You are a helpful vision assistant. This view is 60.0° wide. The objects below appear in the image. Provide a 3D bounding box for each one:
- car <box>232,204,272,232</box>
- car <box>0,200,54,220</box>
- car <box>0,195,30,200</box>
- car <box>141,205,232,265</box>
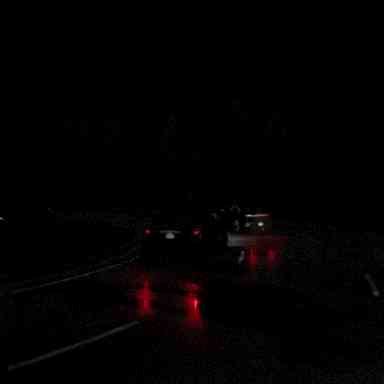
[{"bbox_3d":[2.916,1.459,19.778,2.128,1.511,4.902,0,0,-16],"label":"car"},{"bbox_3d":[-14.248,1.620,28.808,4.181,1.385,1.994,0,0,-9],"label":"car"},{"bbox_3d":[-18.084,1.298,31.266,5.566,2.045,2.150,0,0,-18],"label":"car"},{"bbox_3d":[-0.065,1.344,11.980,2.097,1.767,4.553,-1,0,16],"label":"car"}]
